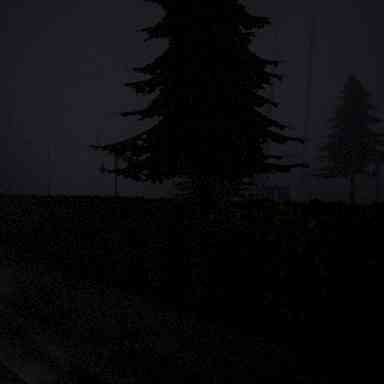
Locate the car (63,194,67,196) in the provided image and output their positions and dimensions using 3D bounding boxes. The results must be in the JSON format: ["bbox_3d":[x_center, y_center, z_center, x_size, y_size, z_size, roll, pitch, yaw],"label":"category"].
[{"bbox_3d":[-31.908,1.232,85.939,3.806,1.475,1.970,0,0,-45],"label":"car"}]

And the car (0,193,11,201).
[{"bbox_3d":[-41.765,1.097,71.634,4.605,1.855,1.932,0,0,-45],"label":"car"}]

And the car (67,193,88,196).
[{"bbox_3d":[-27.175,1.154,81.593,5.027,1.636,2.152,0,0,-45],"label":"car"}]

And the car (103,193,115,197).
[{"bbox_3d":[-15.867,1.097,70.694,4.605,1.855,1.932,0,0,-45],"label":"car"}]

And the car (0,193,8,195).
[{"bbox_3d":[-23.711,1.330,41.282,5.027,1.636,2.152,0,0,-45],"label":"car"}]

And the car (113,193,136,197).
[{"bbox_3d":[-10.306,1.384,54.272,3.806,1.475,1.970,0,0,-45],"label":"car"}]
